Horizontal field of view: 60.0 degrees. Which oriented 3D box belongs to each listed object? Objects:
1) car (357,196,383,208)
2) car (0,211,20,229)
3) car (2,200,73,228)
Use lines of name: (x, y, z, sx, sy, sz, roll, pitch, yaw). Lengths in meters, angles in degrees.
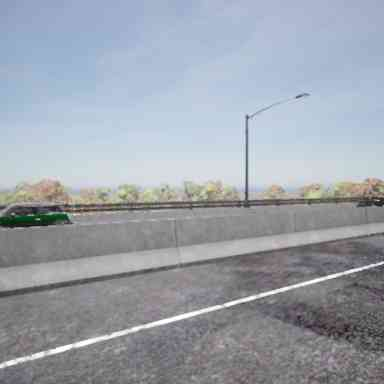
car: (22.736, 1.318, 41.991, 4.892, 1.490, 1.837, 0, 0, -36)
car: (-8.276, 1.533, 10.992, 4.181, 1.385, 1.994, 0, 0, -36)
car: (-8.005, 1.303, 15.505, 4.553, 1.767, 2.097, 0, 0, -36)
